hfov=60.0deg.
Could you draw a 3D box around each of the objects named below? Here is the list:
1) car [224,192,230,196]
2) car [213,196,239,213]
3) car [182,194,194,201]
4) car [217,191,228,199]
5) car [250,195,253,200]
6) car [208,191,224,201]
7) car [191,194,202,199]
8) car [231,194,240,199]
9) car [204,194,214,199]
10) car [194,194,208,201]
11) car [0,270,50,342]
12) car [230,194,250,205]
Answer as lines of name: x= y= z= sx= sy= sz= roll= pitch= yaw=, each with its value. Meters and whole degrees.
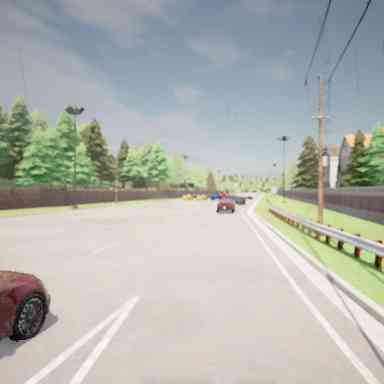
car: x=9.234 y=1.282 z=77.680 sx=1.882 sy=1.535 sz=5.008 roll=0 pitch=0 yaw=13
car: x=3.784 y=1.438 z=36.234 sx=1.812 sy=1.442 sz=4.674 roll=0 pitch=0 yaw=11
car: x=-1.013 y=1.268 z=79.971 sx=1.882 sy=1.535 sz=5.008 roll=0 pitch=0 yaw=13
car: x=8.099 y=0.842 z=88.641 sx=2.150 sy=2.045 sz=5.566 roll=0 pitch=0 yaw=13
car: x=14.929 y=1.390 z=87.112 sx=1.895 sy=1.301 sz=4.718 roll=0 pitch=0 yaw=13
car: x=5.825 y=1.025 z=78.472 sx=2.150 sy=2.045 sz=5.566 roll=0 pitch=0 yaw=13
car: x=1.267 y=1.202 z=90.169 sx=1.895 sy=1.301 sz=4.718 roll=0 pitch=0 yaw=13
car: x=11.514 y=1.217 z=87.878 sx=1.895 sy=1.301 sz=4.718 roll=0 pitch=0 yaw=13
car: x=4.676 y=1.165 z=89.376 sx=1.994 sy=1.385 sz=4.181 roll=0 pitch=0 yaw=13
car: x=2.403 y=1.273 z=79.207 sx=1.882 sy=1.535 sz=5.008 roll=0 pitch=0 yaw=13
car: x=-3.629 y=1.513 z=3.707 sx=1.812 sy=1.442 sz=4.674 roll=0 pitch=0 yaw=12
car: x=8.154 y=1.357 z=56.336 sx=2.128 sy=1.511 sz=4.902 roll=0 pitch=0 yaw=13
